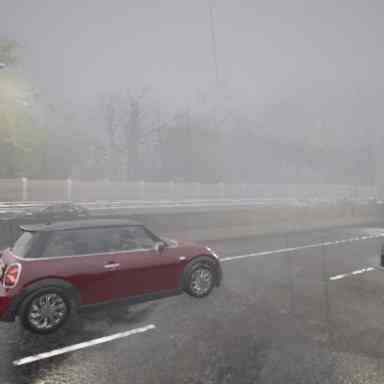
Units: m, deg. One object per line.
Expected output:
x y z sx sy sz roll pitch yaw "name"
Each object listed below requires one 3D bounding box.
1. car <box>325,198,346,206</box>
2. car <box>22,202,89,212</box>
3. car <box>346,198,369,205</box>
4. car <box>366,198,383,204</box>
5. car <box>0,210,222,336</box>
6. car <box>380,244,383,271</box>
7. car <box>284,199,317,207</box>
19.322 1.525 43.515 4.892 1.490 1.837 1 0 -35 "car"
-9.566 1.503 22.956 4.892 1.490 1.837 0 0 -35 "car"
21.443 1.525 40.730 4.892 1.490 1.837 0 0 -35 "car"
21.591 1.618 36.550 4.718 1.301 1.895 0 0 -35 "car"
-1.537 1.351 6.946 4.553 1.767 2.097 0 0 -35 "car"
6.729 1.491 8.537 4.902 1.511 2.128 0 0 -35 "car"
14.476 1.616 44.369 4.718 1.301 1.895 0 0 -35 "car"
